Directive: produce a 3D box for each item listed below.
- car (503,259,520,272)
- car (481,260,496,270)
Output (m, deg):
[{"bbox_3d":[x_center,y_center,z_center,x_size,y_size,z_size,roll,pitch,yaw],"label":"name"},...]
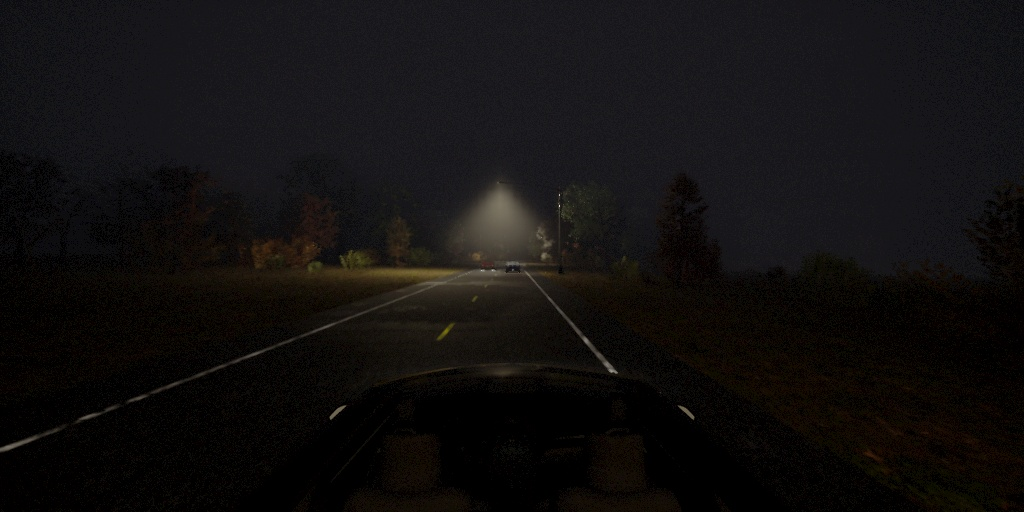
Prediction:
[{"bbox_3d":[0.127,1.397,46.567,1.895,1.301,4.718,0,0,0],"label":"car"},{"bbox_3d":[-3.506,1.287,53.913,1.882,1.535,5.008,0,0,1],"label":"car"}]
